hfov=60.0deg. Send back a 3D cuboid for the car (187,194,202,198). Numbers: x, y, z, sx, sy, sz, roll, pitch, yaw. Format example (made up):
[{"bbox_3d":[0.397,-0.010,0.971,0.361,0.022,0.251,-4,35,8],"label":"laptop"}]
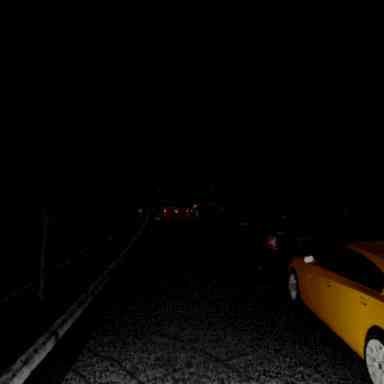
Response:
[{"bbox_3d":[0.808,1.384,32.789,2.185,1.767,4.553,0,0,-7],"label":"car"}]

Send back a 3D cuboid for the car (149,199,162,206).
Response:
[{"bbox_3d":[-8.461,2.454,76.111,2.097,1.535,5.008,0,-2,-16],"label":"car"}]

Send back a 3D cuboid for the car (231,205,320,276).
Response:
[{"bbox_3d":[2.764,1.354,10.576,2.185,1.767,4.553,0,0,-2],"label":"car"}]

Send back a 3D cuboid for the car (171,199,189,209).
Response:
[{"bbox_3d":[-1.871,1.751,49.222,2.002,1.452,4.674,0,-1,-11],"label":"car"}]

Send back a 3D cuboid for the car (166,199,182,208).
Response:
[{"bbox_3d":[-2.982,1.863,54.651,2.002,1.452,4.674,0,-1,-12],"label":"car"}]

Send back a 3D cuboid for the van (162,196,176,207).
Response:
[{"bbox_3d":[-4.203,1.735,60.195,1.878,1.987,4.442,0,-1,-12],"label":"van"}]

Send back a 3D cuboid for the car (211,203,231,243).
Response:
[{"bbox_3d":[2.437,1.511,16.295,2.163,1.488,4.792,0,0,-3],"label":"car"}]

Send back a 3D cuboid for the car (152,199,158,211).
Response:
[{"bbox_3d":[-3.726,1.616,42.902,1.882,1.535,5.008,0,-1,-9],"label":"car"}]

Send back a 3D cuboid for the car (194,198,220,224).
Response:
[{"bbox_3d":[1.485,1.488,27.194,2.231,1.521,4.892,0,0,-6],"label":"car"}]

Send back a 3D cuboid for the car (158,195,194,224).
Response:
[{"bbox_3d":[-1.288,1.358,24.999,2.097,1.767,4.553,0,0,-6],"label":"car"}]

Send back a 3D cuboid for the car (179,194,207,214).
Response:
[{"bbox_3d":[0.033,1.303,38.347,2.435,2.045,5.566,0,0,-8],"label":"car"}]

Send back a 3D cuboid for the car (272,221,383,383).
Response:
[{"bbox_3d":[2.951,1.478,5.055,2.097,1.535,5.008,0,0,-1],"label":"car"}]

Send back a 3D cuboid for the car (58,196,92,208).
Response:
[{"bbox_3d":[-20.275,1.726,56.473,5.566,2.045,2.435,0,-1,-13],"label":"car"}]

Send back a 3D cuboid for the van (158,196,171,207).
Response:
[{"bbox_3d":[-5.530,1.892,65.570,1.878,1.987,4.442,0,-2,-14],"label":"van"}]

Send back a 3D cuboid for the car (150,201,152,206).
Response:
[{"bbox_3d":[-6.931,2.317,70.837,2.163,1.488,4.792,0,-2,-15],"label":"car"}]

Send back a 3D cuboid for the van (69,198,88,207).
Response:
[{"bbox_3d":[-27.333,2.518,80.124,4.442,1.987,1.878,0,-2,-19],"label":"van"}]
